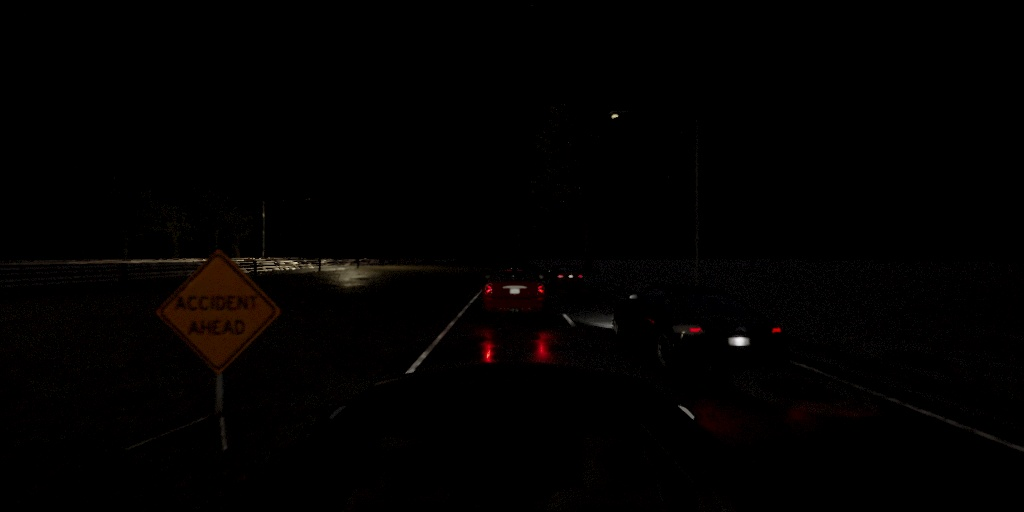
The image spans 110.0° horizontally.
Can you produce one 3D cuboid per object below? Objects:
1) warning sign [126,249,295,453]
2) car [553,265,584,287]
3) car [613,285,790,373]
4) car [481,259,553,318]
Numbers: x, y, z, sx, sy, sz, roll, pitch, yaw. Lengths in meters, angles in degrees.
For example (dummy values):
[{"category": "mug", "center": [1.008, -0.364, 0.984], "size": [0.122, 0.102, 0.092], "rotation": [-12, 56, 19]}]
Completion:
[{"category": "warning sign", "center": [-3.049, 0.857, 3.776], "size": [1.300, 1.860, 1.060], "rotation": [0, 0, 0]}, {"category": "car", "center": [3.585, 1.293, 24.326], "size": [2.033, 1.411, 5.357], "rotation": [0, 0, 0]}, {"category": "car", "center": [3.576, 1.296, 7.617], "size": [1.994, 1.385, 4.181], "rotation": [0, 0, 1]}, {"category": "car", "center": [0.091, 1.077, 12.892], "size": [2.097, 1.767, 4.553], "rotation": [0, 0, 0]}]
